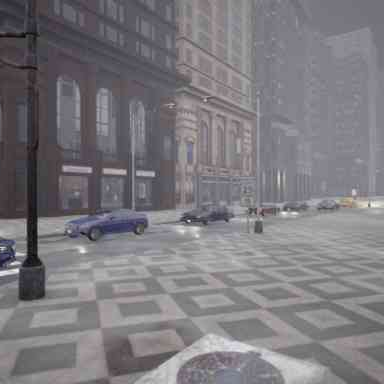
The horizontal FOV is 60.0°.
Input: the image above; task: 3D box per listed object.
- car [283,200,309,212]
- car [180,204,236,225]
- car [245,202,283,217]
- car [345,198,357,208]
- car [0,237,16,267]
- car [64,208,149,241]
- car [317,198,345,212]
[{"bbox_3d":[12.935,1.671,41.131,2.033,1.411,5.357,0,0,36],"label":"car"},{"bbox_3d":[1.342,1.616,25.035,2.033,1.411,5.357,0,0,36],"label":"car"},{"bbox_3d":[7.036,1.697,32.971,1.895,1.301,4.718,0,0,36],"label":"car"},{"bbox_3d":[23.876,1.633,51.002,1.882,1.535,5.008,0,0,36],"label":"car"},{"bbox_3d":[-7.270,1.532,8.773,4.674,1.442,1.812,0,1,-29],"label":"car"},{"bbox_3d":[-4.252,1.565,17.221,1.812,1.442,4.674,0,0,37],"label":"car"},{"bbox_3d":[17.222,1.674,41.697,2.033,1.411,5.357,0,0,36],"label":"car"}]
